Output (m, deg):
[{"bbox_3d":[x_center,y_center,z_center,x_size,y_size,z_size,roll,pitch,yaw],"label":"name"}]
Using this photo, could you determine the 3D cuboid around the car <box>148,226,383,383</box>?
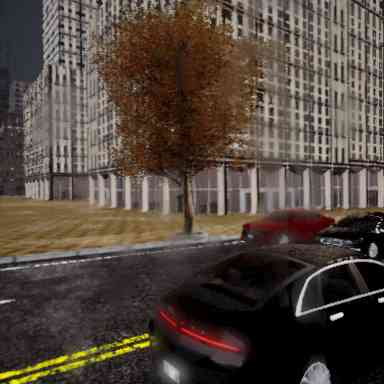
[{"bbox_3d":[1.772,1.517,4.703,4.892,1.490,1.837,0,0,-35],"label":"car"}]

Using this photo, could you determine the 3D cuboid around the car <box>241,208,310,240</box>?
[{"bbox_3d":[4.382,1.510,14.789,5.008,1.535,1.882,0,0,-35],"label":"car"}]

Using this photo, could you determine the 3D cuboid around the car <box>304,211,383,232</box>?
[{"bbox_3d":[6.531,1.538,12.329,4.892,1.490,1.837,0,0,-35],"label":"car"}]
